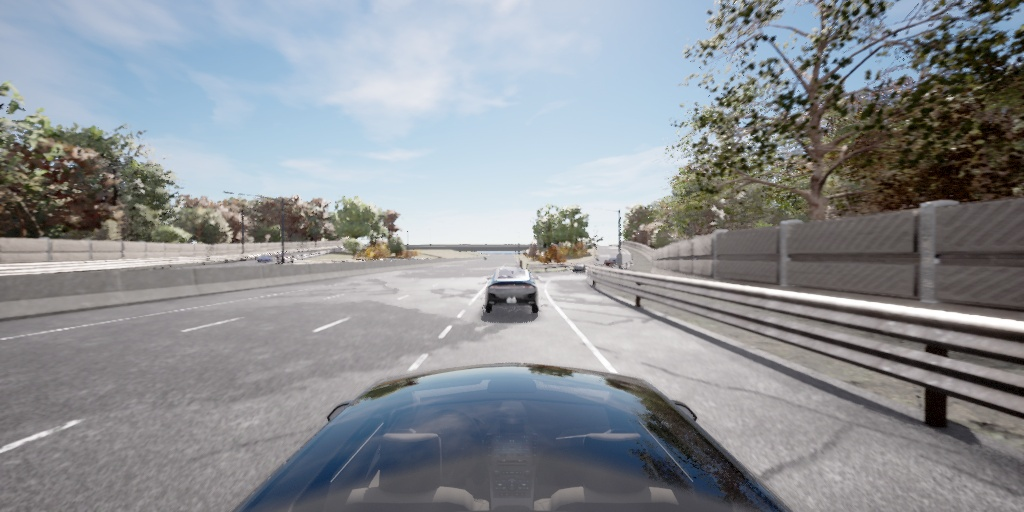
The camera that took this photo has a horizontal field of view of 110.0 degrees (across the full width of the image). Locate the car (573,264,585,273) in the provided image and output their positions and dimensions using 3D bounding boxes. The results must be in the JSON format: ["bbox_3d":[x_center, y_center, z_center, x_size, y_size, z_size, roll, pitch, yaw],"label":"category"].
[{"bbox_3d":[11.567,1.994,58.907,2.033,1.411,5.357,0,-1,26],"label":"car"}]

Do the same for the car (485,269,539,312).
[{"bbox_3d":[0.026,1.250,14.192,2.128,1.511,4.902,0,0,1],"label":"car"}]
